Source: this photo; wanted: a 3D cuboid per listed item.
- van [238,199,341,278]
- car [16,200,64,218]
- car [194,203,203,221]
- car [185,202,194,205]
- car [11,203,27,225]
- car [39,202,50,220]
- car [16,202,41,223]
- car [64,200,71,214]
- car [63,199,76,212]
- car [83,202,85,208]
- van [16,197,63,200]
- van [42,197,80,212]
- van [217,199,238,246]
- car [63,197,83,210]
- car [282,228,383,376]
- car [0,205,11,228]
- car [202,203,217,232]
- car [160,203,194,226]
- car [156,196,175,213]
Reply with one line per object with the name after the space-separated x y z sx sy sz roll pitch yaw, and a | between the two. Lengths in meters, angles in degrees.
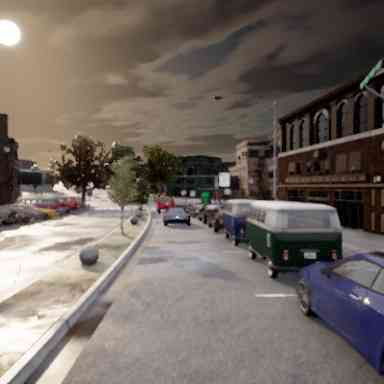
2.803 1.283 10.240 1.878 1.987 4.442 0 0 -2 | van
-15.459 1.799 31.535 5.366 1.575 1.946 0 -1 -7 | car
1.641 1.683 26.685 2.097 1.535 5.008 0 -1 -5 | car
0.772 1.819 33.441 2.033 1.411 5.357 0 -1 -7 | car
-14.737 1.740 23.374 4.792 1.488 2.163 0 -1 -5 | car
-15.306 1.814 28.804 4.674 1.452 2.002 0 -1 -7 | car
-14.963 1.772 26.094 4.792 1.488 2.163 0 -1 -6 | car
-16.399 1.895 36.905 4.674 1.452 2.002 0 -1 -8 | car
-16.776 1.907 39.493 4.792 1.488 2.163 0 0 -9 | car
-18.225 1.807 47.596 4.553 1.767 2.185 0 0 -10 | car
-16.127 1.605 34.205 4.442 1.987 1.878 0 -1 -8 | van
-17.613 1.689 44.904 4.442 1.987 1.878 0 0 -10 | van
2.520 1.332 15.771 1.878 1.987 4.442 0 0 -3 | van
-17.285 1.647 42.175 5.566 2.045 2.435 0 0 -9 | car
2.950 1.522 4.569 2.002 1.452 4.674 0 0 -1 | car
-14.445 1.676 20.658 4.892 1.521 2.231 0 -1 -5 | car
2.143 1.651 21.215 2.163 1.488 4.792 0 -1 -4 | car
-1.222 1.762 25.443 1.994 1.385 4.181 0 -1 -5 | car
-3.402 1.592 42.888 2.150 2.045 5.566 0 0 -9 | car
